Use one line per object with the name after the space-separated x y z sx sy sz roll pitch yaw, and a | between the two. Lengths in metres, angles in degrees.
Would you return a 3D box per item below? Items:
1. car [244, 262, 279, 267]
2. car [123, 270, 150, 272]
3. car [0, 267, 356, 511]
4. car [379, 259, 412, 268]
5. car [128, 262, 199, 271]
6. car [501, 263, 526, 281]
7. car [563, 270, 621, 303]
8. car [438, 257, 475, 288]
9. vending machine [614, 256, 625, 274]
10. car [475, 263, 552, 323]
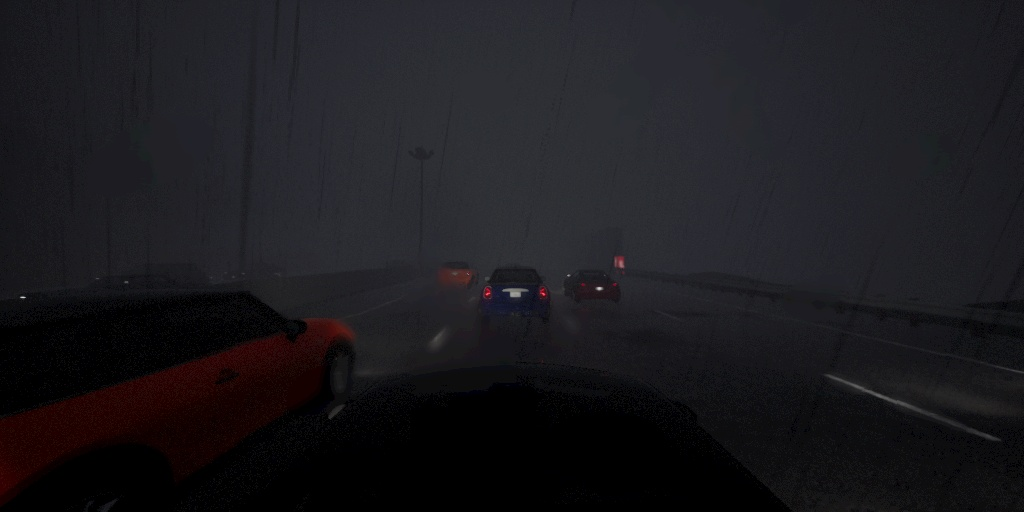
-21.102 1.296 29.917 2.033 1.411 5.357 0 0 0 | car
-14.101 1.350 13.003 1.895 1.301 4.718 0 0 0 | car
-3.400 1.102 3.587 2.097 1.767 4.553 0 0 0 | car
-14.095 1.254 43.805 1.837 1.490 4.892 0 0 0 | car
-17.601 1.100 17.686 2.097 1.767 4.553 0 0 0 | car
0.098 1.314 31.120 1.994 1.385 4.181 0 0 0 | car
3.598 1.314 16.762 1.994 1.385 4.181 0 0 0 | car
-3.402 1.102 23.557 2.097 1.767 4.553 0 0 0 | car
11.996 0.945 40.003 1.100 2.100 0.880 0 0 0 | vending machine
0.099 1.102 12.205 2.097 1.767 4.553 0 0 0 | car
